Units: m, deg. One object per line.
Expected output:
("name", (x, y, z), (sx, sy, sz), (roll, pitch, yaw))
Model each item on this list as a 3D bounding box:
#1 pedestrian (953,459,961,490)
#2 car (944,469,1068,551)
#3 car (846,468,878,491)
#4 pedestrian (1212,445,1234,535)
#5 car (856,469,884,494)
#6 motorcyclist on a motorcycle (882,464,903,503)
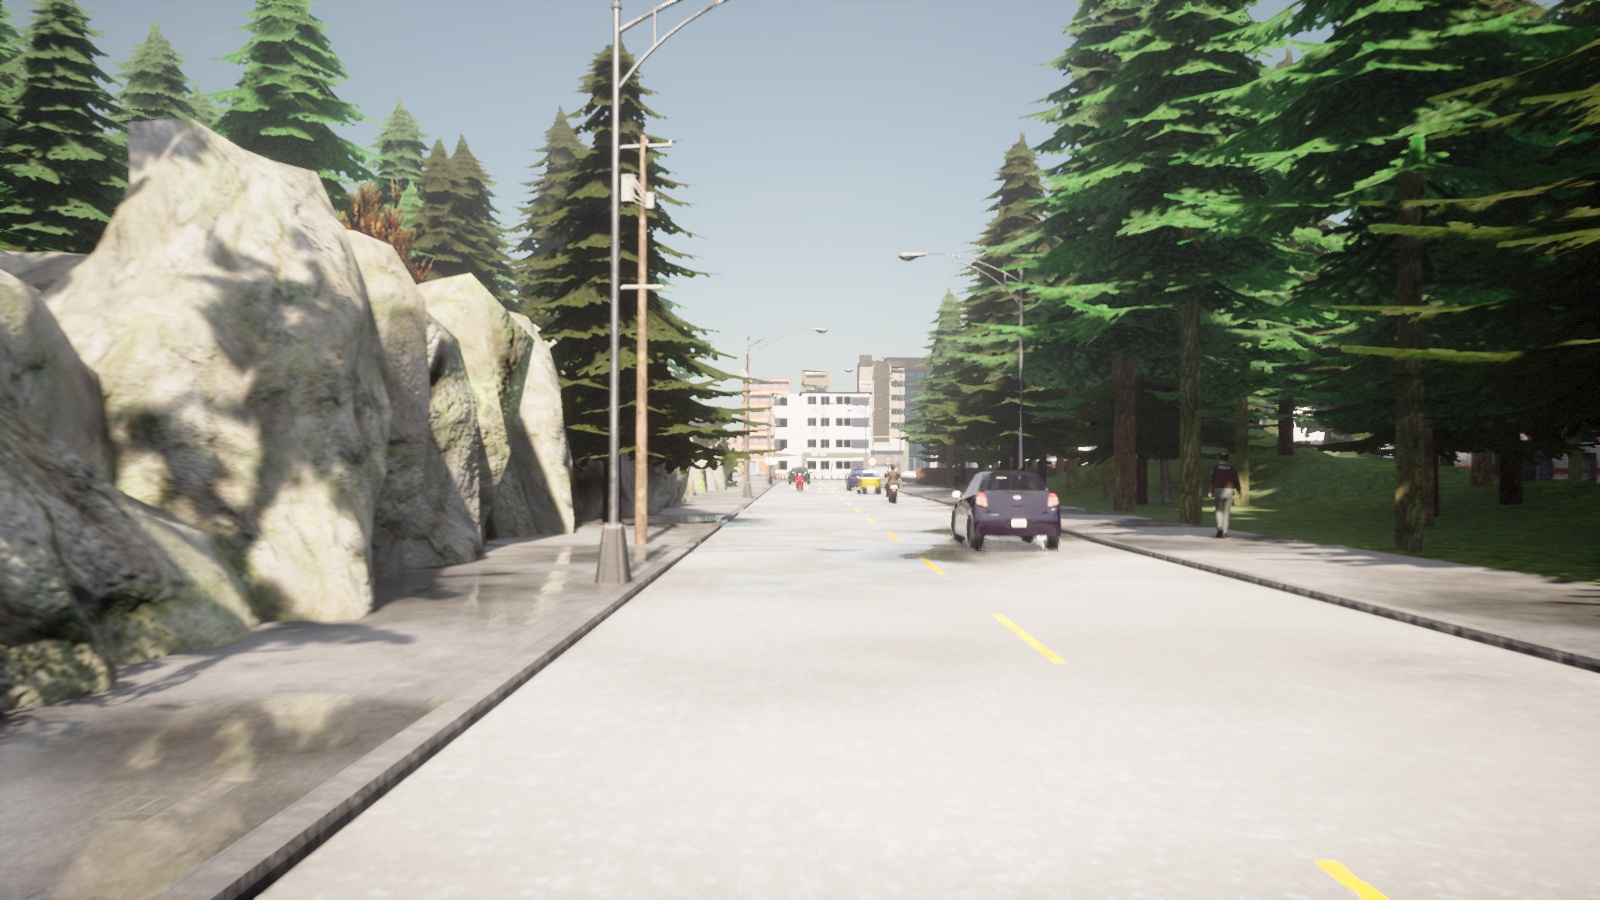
("pedestrian", (9.181, 1.438, 73.447), (0.328, 1.805, 0.869), (0, -1, 0))
("car", (3.994, 1.130, 24.884), (1.845, 1.501, 3.633), (0, -1, 0))
("car", (3.996, 1.881, 81.649), (1.812, 1.442, 4.674), (0, -1, 0))
("pedestrian", (8.766, 0.822, 26.026), (0.376, 1.854, 0.720), (0, -1, 16))
("car", (3.995, 1.780, 71.609), (1.481, 1.376, 2.207), (0, -1, 0))
("motorcyclist on a motorcycle", (3.994, 1.451, 54.343), (0.766, 1.649, 2.350), (0, -1, 0))
